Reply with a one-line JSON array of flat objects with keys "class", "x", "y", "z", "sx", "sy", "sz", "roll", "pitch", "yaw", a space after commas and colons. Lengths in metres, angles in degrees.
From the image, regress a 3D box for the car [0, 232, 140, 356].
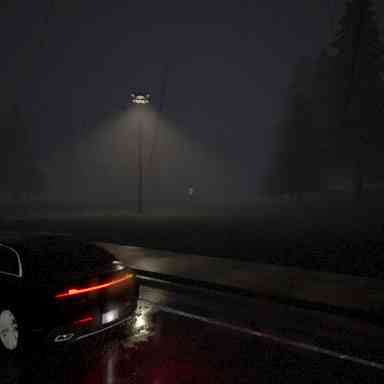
[{"class": "car", "x": -3.123, "y": 1.505, "z": 6.101, "sx": 4.892, "sy": 1.490, "sz": 1.837, "roll": 0, "pitch": 0, "yaw": 36}]
